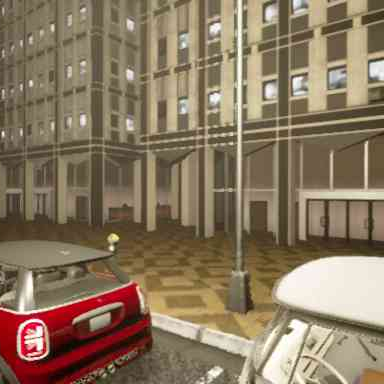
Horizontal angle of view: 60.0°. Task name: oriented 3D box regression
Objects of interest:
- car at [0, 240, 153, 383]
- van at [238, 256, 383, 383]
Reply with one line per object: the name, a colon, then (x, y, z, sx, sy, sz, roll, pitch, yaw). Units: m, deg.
car: (-2.567, 1.410, 4.709, 4.097, 1.590, 1.967, 0, 0, 35)
van: (2.067, 1.347, 1.404, 3.998, 1.788, 1.690, 0, 0, 35)
